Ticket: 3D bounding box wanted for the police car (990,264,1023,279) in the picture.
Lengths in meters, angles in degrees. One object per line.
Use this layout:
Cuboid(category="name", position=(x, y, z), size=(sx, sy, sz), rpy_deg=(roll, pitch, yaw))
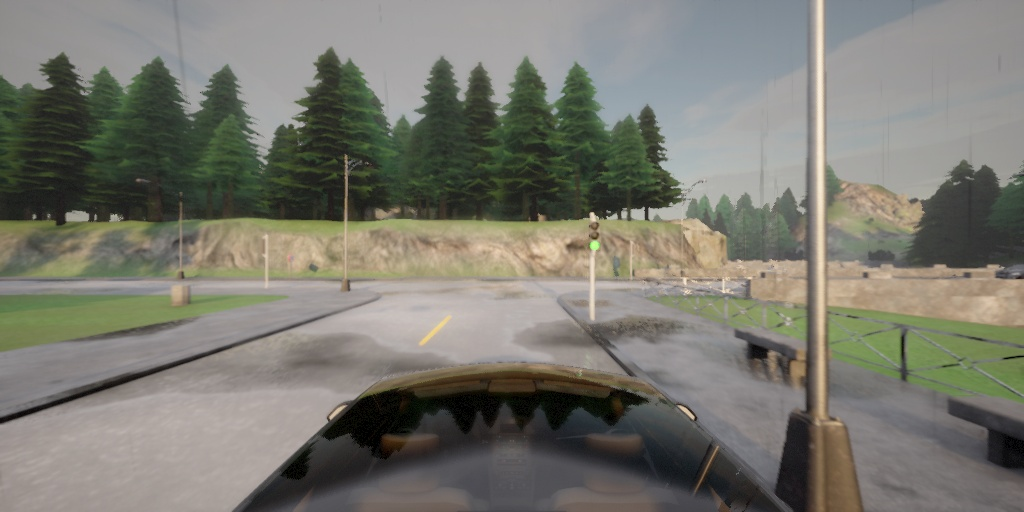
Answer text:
Cuboid(category="police car", position=(40.355, 1.311, 27.948), size=(4.974, 1.542, 2.038), rpy_deg=(0, 0, 0))
